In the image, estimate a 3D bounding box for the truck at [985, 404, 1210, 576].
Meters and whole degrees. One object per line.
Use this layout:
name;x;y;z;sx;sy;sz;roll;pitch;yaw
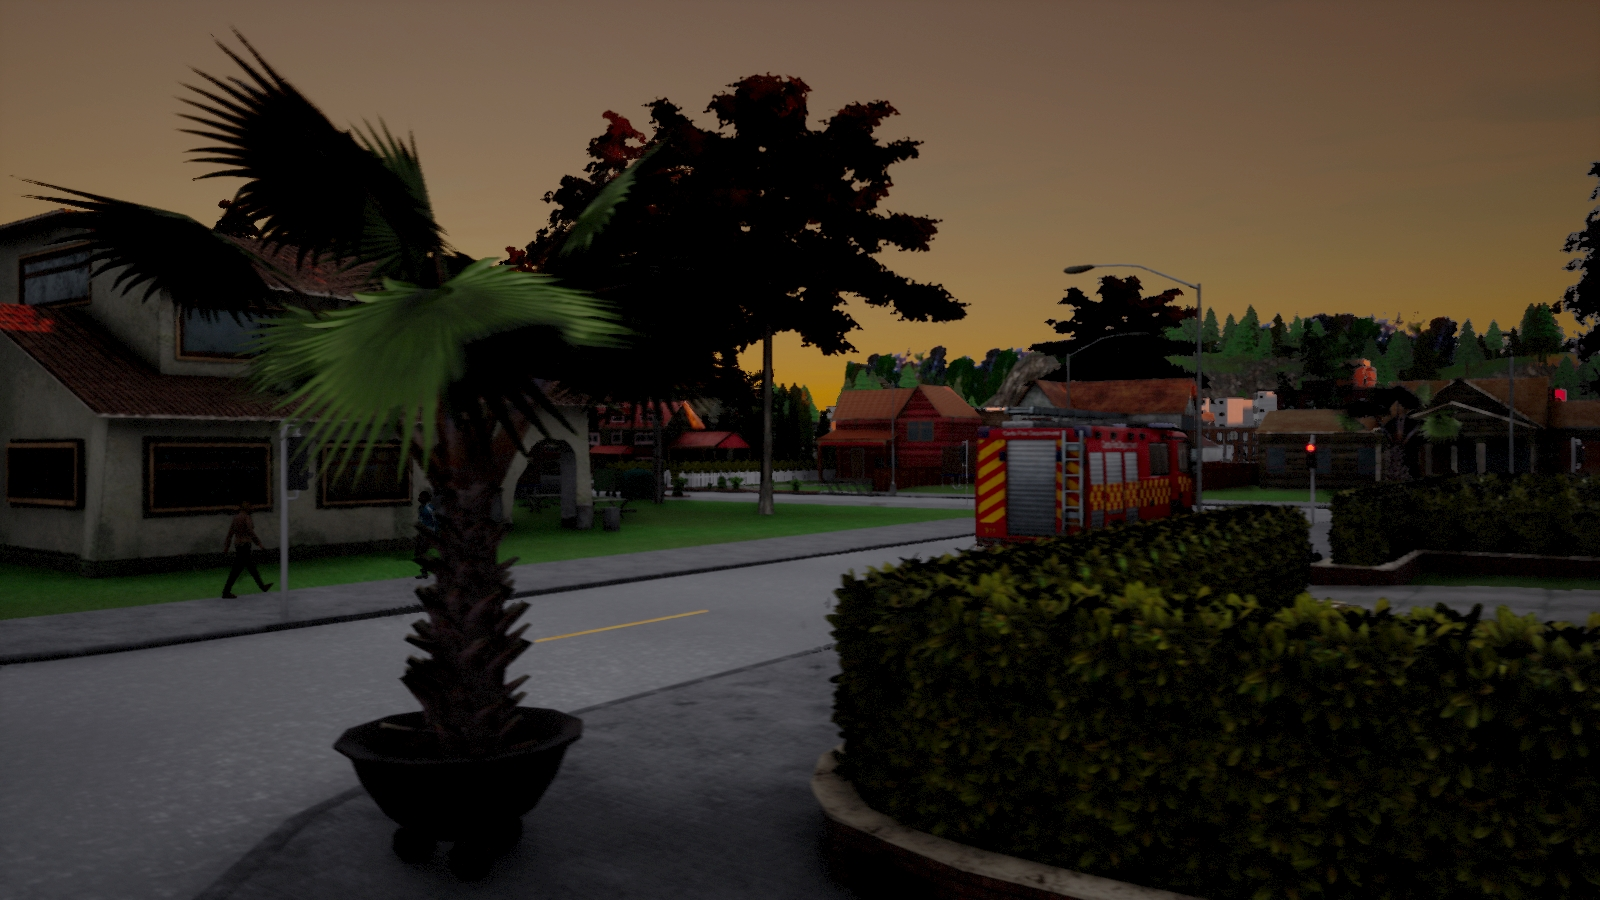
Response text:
truck;7.990;0.897;29.686;2.891;3.827;8.468;0;0;35

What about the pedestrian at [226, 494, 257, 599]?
pedestrian;-10.141;1.748;20.750;0.375;1.860;0.375;0;0;35

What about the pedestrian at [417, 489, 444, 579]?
pedestrian;-7.763;1.750;24.012;0.375;1.860;0.375;0;0;33
